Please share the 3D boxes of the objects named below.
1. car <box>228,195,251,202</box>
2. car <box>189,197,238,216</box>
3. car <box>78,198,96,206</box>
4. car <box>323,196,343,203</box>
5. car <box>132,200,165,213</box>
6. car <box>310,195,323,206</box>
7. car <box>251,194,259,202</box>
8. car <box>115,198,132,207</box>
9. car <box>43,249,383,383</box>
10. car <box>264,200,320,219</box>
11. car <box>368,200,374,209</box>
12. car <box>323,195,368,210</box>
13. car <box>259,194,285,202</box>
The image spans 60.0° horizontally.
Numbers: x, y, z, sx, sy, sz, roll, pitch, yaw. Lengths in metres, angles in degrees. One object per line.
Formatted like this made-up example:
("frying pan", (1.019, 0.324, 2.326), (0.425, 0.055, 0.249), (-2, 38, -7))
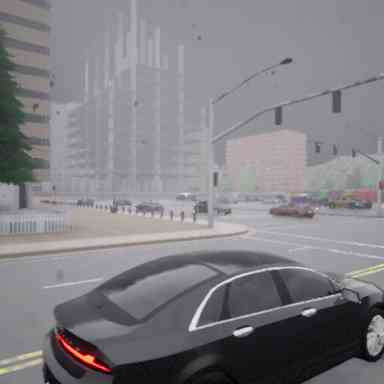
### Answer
("car", (11.144, 1.692, 78.118), (1.970, 1.475, 3.806), (0, 0, -36))
("car", (2.158, 1.623, 34.672), (1.837, 1.490, 4.892), (0, 0, -36))
("car", (-18.050, 1.663, 56.984), (1.994, 1.385, 4.181), (0, 0, -35))
("car", (31.314, 1.737, 73.976), (1.784, 1.438, 3.905), (0, 0, -36))
("car", (-4.825, 1.663, 38.401), (1.994, 1.385, 4.181), (0, 0, -36))
("car", (28.919, 1.511, 72.349), (1.932, 1.855, 4.605), (0, 0, -36))
("car", (13.502, 1.676, 79.797), (1.784, 1.438, 3.905), (0, 0, -36))
("car", (-11.102, 1.682, 53.200), (1.994, 1.385, 4.181), (0, 0, -35))
("car", (0.747, 1.521, 4.330), (4.892, 1.490, 1.837), (0, 0, -35))
("car", (9.233, 1.702, 30.945), (1.994, 1.385, 4.181), (0, 0, -34))
("car", (23.139, 1.407, 46.675), (1.905, 1.878, 3.866), (0, 0, -36))
("car", (20.750, 1.388, 45.040), (1.932, 1.855, 4.605), (0, 0, -36))
("car", (15.207, 1.660, 62.471), (1.970, 1.475, 3.806), (0, 0, -36))
